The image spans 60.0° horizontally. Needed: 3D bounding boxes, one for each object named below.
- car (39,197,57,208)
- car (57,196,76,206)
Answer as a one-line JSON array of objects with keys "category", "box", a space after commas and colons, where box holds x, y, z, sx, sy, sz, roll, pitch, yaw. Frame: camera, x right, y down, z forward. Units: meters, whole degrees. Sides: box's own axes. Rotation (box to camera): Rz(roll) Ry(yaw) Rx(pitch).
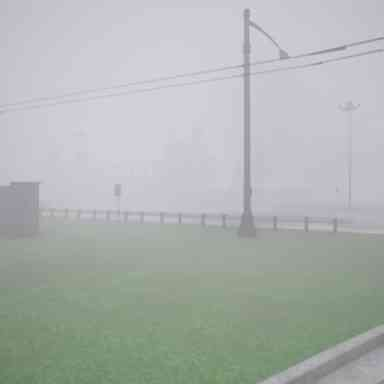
[{"category": "car", "box": [-18.441, 1.472, 38.814, 4.892, 1.490, 1.837, 0, 0, 29]}, {"category": "car", "box": [-20.242, 1.433, 51.871, 4.902, 1.511, 2.128, 0, 0, 29]}]
